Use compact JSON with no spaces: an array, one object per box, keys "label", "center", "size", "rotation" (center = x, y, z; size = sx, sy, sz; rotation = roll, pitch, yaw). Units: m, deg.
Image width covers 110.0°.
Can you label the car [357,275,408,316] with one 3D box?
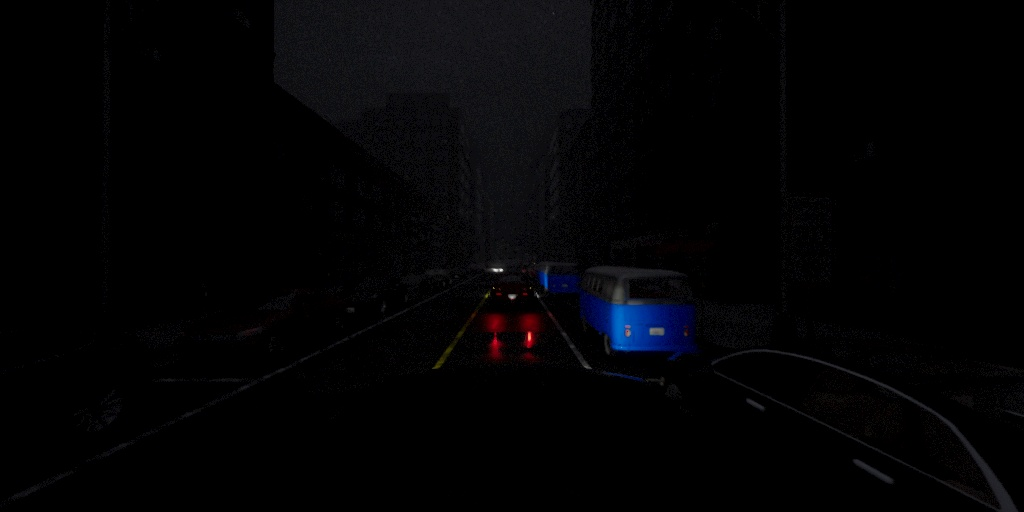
[{"label":"car","center":[-5.383,1.430,14.056],"size":[1.948,1.339,4.313],"rotation":[0,0,0]}]

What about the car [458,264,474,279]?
[{"label":"car","center":[-5.375,1.637,36.784],"size":[1.948,1.339,4.313],"rotation":[0,0,0]}]

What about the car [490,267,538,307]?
[{"label":"car","center":[0.011,1.410,16.230],"size":[1.812,1.442,4.674],"rotation":[0,0,0]}]

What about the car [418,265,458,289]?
[{"label":"car","center":[-5.379,1.518,25.420],"size":[2.007,1.370,4.403],"rotation":[0,0,0]}]

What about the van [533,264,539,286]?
[{"label":"van","center":[2.646,1.309,25.418],"size":[1.690,1.789,3.998],"rotation":[0,0,0]}]

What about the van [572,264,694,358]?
[{"label":"van","center":[2.640,1.153,8.371],"size":[1.690,1.789,3.998],"rotation":[0,0,0]}]

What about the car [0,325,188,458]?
[{"label":"car","center":[-5.387,1.324,2.692],"size":[1.948,1.339,4.313],"rotation":[0,0,0]}]

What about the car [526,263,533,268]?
[{"label":"car","center":[2.650,1.654,36.782],"size":[1.802,1.307,4.207],"rotation":[0,0,0]}]

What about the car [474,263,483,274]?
[{"label":"car","center":[-5.371,1.719,48.149],"size":[1.888,1.381,4.507],"rotation":[0,0,0]}]

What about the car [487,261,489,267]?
[{"label":"car","center":[-5.367,1.821,59.513],"size":[1.888,1.381,4.507],"rotation":[0,0,0]}]

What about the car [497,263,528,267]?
[{"label":"car","center":[0.012,1.565,30.842],"size":[2.033,1.411,5.357],"rotation":[0,0,0]}]

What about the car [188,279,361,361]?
[{"label":"car","center":[-5.385,1.394,8.374],"size":[1.802,1.307,4.207],"rotation":[0,0,0]}]

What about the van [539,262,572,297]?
[{"label":"van","center":[2.644,1.258,19.736],"size":[1.690,1.789,3.998],"rotation":[0,0,0]}]

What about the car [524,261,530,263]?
[{"label":"car","center":[2.652,1.648,42.634],"size":[1.751,1.417,4.829],"rotation":[0,0,0]}]

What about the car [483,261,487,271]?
[{"label":"car","center":[-5.369,1.776,53.831],"size":[2.007,1.370,4.403],"rotation":[0,0,0]}]

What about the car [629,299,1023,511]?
[{"label":"car","center":[2.638,1.310,2.689],"size":[2.007,1.370,4.403],"rotation":[0,0,0]}]
